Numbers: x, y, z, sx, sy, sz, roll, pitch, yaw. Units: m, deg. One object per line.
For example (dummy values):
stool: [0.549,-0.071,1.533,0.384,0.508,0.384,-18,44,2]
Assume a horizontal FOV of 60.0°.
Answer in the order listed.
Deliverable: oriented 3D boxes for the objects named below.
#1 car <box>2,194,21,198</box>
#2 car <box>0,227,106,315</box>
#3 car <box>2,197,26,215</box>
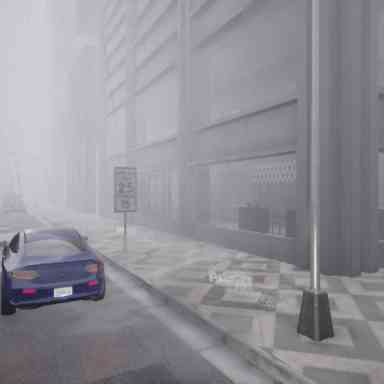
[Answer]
car: [-23.089,1.236,42.900,2.150,2.045,5.566,0,0,-29]
car: [-3.307,1.527,7.641,1.812,1.442,4.674,0,0,-29]
car: [-17.925,1.558,33.791,2.033,1.411,5.357,0,0,-29]
